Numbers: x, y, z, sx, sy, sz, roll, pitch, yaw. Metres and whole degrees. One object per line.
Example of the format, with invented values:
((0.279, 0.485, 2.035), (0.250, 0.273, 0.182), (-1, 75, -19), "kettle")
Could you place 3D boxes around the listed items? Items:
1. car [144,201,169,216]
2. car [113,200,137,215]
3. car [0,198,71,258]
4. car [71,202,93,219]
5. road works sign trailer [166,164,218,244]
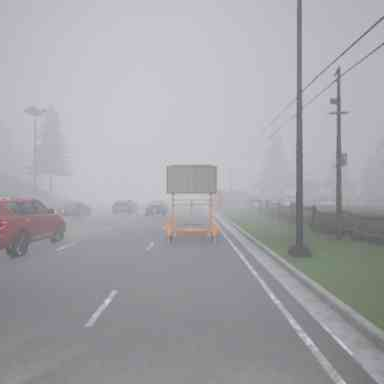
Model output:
((-3.436, 1.568, 32.857), (1.812, 1.442, 4.674), (0, 0, 0), "car")
((-6.940, 1.536, 34.667), (2.128, 1.511, 4.902), (0, 0, 0), "car")
((-6.904, 1.238, 12.958), (2.150, 2.045, 5.566), (0, 0, 0), "car")
((-10.430, 1.586, 29.409), (2.033, 1.411, 5.357), (0, 0, 0), "car")
((-0.008, 0.485, 15.801), (2.380, 3.560, 2.880), (0, 0, 0), "road works sign trailer")
